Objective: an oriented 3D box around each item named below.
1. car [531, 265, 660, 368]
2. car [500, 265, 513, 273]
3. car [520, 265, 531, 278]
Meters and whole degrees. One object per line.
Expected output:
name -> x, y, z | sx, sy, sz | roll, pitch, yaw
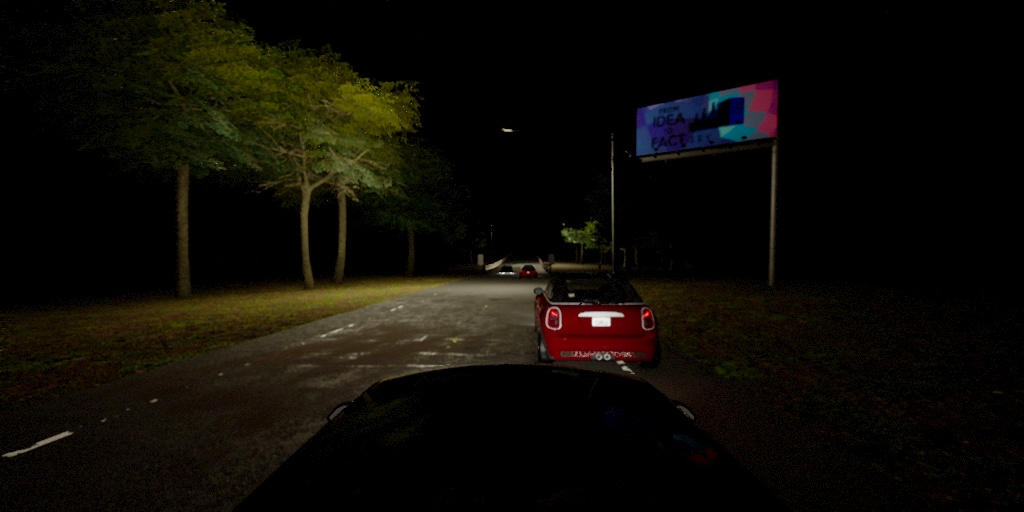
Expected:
car -> 1.583, 1.132, 8.097 | 2.097, 1.767, 4.553 | 0, 0, 3
car -> -0.837, 2.137, 59.974 | 1.994, 1.385, 4.181 | 0, -1, 3
car -> 1.905, 1.816, 41.120 | 1.994, 1.385, 4.181 | 0, -1, 3
